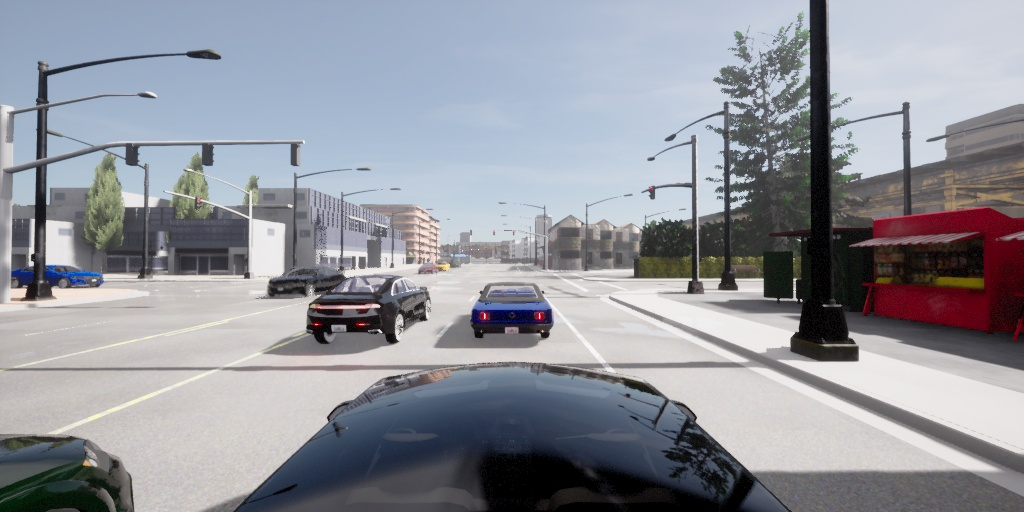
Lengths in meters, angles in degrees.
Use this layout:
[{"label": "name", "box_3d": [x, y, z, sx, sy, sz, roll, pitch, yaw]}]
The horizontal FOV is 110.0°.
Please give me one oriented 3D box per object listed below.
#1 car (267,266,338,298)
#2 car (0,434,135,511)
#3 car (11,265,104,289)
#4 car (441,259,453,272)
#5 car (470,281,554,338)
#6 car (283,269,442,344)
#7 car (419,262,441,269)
[{"label": "car", "box_3d": [-10.761, 1.293, 19.103, 1.882, 1.535, 5.008, 0, -1, -1]}, {"label": "car", "box_3d": [-3.373, 1.314, 0.502, 1.994, 1.385, 4.181, 0, 0, -1]}, {"label": "car", "box_3d": [-29.735, 1.315, 23.381, 5.008, 1.535, 1.882, 0, -1, 0]}, {"label": "car", "box_3d": [-11.112, 1.647, 56.959, 1.882, 1.535, 5.008, 0, 0, 0]}, {"label": "car", "box_3d": [-0.006, 1.365, 10.147, 1.895, 1.301, 4.718, 0, 0, 0]}, {"label": "car", "box_3d": [-3.506, 1.257, 9.670, 2.128, 1.511, 4.902, 0, 0, 0]}, {"label": "car", "box_3d": [-11.027, 1.638, 47.441, 1.812, 1.442, 4.674, 0, 0, -1]}]
